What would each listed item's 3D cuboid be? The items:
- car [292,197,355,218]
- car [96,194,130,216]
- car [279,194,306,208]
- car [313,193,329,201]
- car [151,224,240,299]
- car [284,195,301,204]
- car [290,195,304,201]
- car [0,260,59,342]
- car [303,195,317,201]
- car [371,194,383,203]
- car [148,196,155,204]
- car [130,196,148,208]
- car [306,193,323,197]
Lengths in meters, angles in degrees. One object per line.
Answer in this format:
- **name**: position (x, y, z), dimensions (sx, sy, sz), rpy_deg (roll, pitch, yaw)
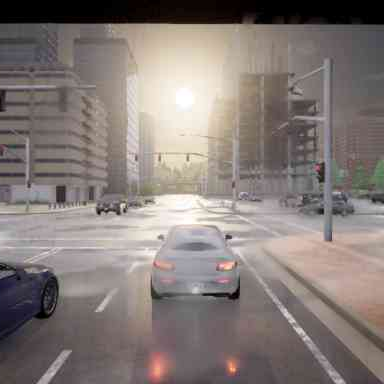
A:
- **car**: position (12.102, 1.491, 30.112), dimensions (4.902, 1.511, 2.128), rpy_deg (0, 0, 0)
- **car**: position (-7.904, 1.222, 33.064), dimensions (2.150, 2.045, 5.566), rpy_deg (0, 0, -2)
- **car**: position (13.071, 1.153, 44.347), dimensions (1.932, 1.855, 4.605), rpy_deg (0, 0, 0)
- **car**: position (29.867, 1.153, 76.989), dimensions (1.932, 1.855, 4.605), rpy_deg (0, 0, 0)
- **car**: position (0.072, 1.526, 8.303), dimensions (1.812, 1.442, 4.674), rpy_deg (0, 0, 0)
- **car**: position (18.591, 1.395, 61.785), dimensions (1.970, 1.475, 3.806), rpy_deg (0, 0, 0)
- **car**: position (24.289, 1.395, 76.914), dimensions (1.970, 1.475, 3.806), rpy_deg (0, 0, 0)
- **car**: position (-3.441, 1.526, 4.429), dimensions (1.812, 1.442, 4.674), rpy_deg (0, 0, 0)
- **car**: position (27.184, 1.364, 76.926), dimensions (1.784, 1.438, 3.905), rpy_deg (0, 0, 0)
- **car**: position (35.487, 1.153, 61.954), dimensions (1.932, 1.855, 4.605), rpy_deg (0, 0, 0)
- **car**: position (-8.182, 1.478, 64.000), dimensions (1.882, 1.535, 5.008), rpy_deg (0, 0, 0)
- **car**: position (-8.105, 1.351, 47.999), dimensions (2.097, 1.767, 4.553), rpy_deg (0, 0, 0)
- **car**: position (15.966, 1.156, 44.306), dimensions (1.905, 1.878, 3.866), rpy_deg (0, 0, 0)
